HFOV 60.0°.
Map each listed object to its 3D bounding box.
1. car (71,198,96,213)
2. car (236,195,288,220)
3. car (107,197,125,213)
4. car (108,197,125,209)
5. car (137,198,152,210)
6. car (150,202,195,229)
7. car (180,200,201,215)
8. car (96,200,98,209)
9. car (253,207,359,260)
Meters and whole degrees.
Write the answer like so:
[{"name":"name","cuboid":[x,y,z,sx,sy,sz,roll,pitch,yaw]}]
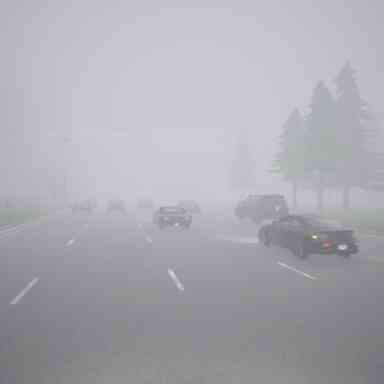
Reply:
[{"name":"car","cuboid":[-11.750,1.577,35.854,1.895,1.301,4.718,0,0,-13]},{"name":"car","cuboid":[5.070,1.203,24.626,2.150,2.045,5.566,0,0,-12]},{"name":"car","cuboid":[-8.225,1.576,36.117,1.895,1.301,4.718,0,0,-13]},{"name":"car","cuboid":[-10.413,1.459,45.979,2.128,1.511,4.902,0,0,-13]},{"name":"car","cuboid":[-6.038,1.462,42.427,2.128,1.511,4.902,0,0,-13]},{"name":"car","cuboid":[-1.398,1.585,21.493,1.895,1.301,4.718,0,0,-12]},{"name":"car","cuboid":[-0.457,1.522,33.415,2.033,1.411,5.357,0,0,-12]},{"name":"car","cuboid":[-13.885,1.495,45.467,1.812,1.442,4.674,0,0,-13]},{"name":"car","cuboid":[4.138,1.515,12.439,1.812,1.442,4.674,0,0,-12]}]
